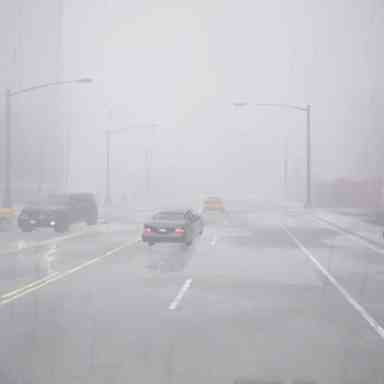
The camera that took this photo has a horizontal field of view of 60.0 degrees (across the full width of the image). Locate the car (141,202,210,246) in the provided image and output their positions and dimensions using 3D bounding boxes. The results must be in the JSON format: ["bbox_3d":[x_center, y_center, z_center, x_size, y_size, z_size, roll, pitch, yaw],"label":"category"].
[{"bbox_3d":[-0.658,1.422,14.724,2.033,1.411,5.357,0,1,9],"label":"car"}]

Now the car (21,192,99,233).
[{"bbox_3d":[-7.275,1.053,18.827,2.150,2.045,5.566,0,1,9],"label":"car"}]

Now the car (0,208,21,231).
[{"bbox_3d":[-11.201,1.350,16.548,1.882,1.535,5.008,0,1,9],"label":"car"}]

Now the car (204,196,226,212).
[{"bbox_3d":[2.248,1.101,32.237,1.882,1.535,5.008,0,1,9],"label":"car"}]
